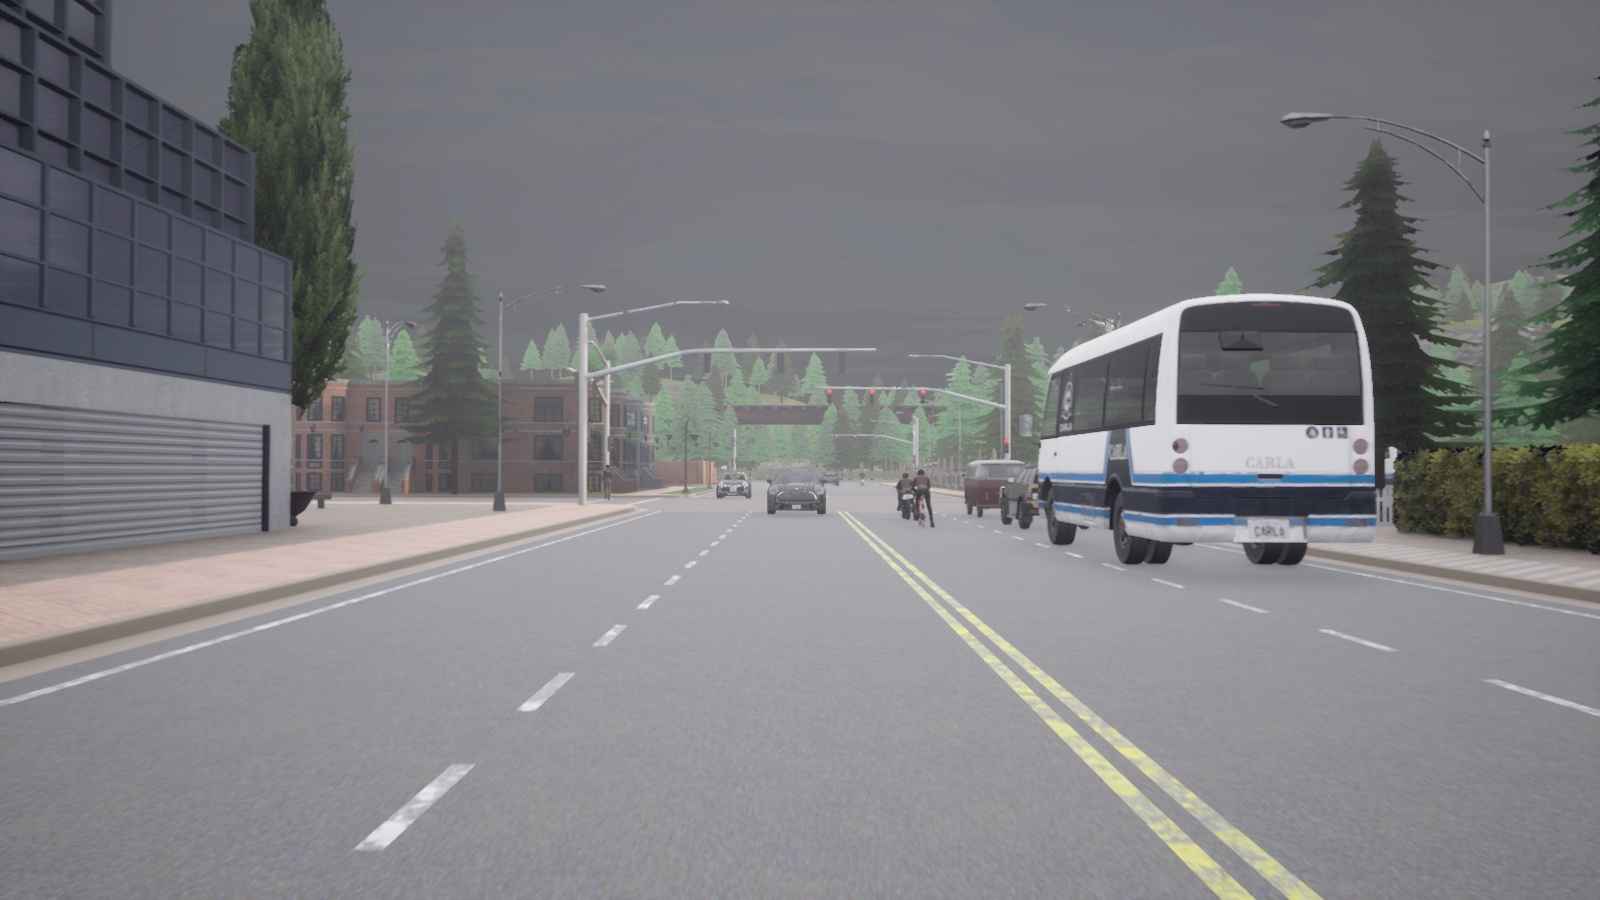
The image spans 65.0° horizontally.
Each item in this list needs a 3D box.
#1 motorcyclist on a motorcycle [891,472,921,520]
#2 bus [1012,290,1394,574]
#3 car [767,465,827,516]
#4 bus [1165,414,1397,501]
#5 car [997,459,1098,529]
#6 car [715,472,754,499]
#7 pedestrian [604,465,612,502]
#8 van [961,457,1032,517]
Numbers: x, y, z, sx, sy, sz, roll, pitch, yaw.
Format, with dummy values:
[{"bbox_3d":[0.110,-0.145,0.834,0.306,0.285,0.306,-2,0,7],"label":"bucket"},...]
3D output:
[{"bbox_3d":[3.401,1.460,40.418,0.797,1.523,2.044,0,-1,0],"label":"motorcyclist on a motorcycle"},{"bbox_3d":[6.936,-0.187,24.046,3.944,4.253,10.273,0,-1,0],"label":"bus"},{"bbox_3d":[-0.112,1.444,45.995,2.097,1.767,4.553,0,-1,0],"label":"car"},{"bbox_3d":[24.331,0.413,64.042,10.273,4.253,3.944,0,-1,0],"label":"bus"},{"bbox_3d":[6.913,1.199,35.539,1.932,1.855,4.605,0,-1,0],"label":"car"},{"bbox_3d":[-3.672,1.980,70.824,1.970,1.475,3.806,0,-1,0],"label":"car"},{"bbox_3d":[-10.005,1.740,65.457,0.402,1.930,0.666,0,-1,-12],"label":"pedestrian"},{"bbox_3d":[6.891,1.284,44.431,1.775,1.987,4.442,0,-1,0],"label":"van"}]
